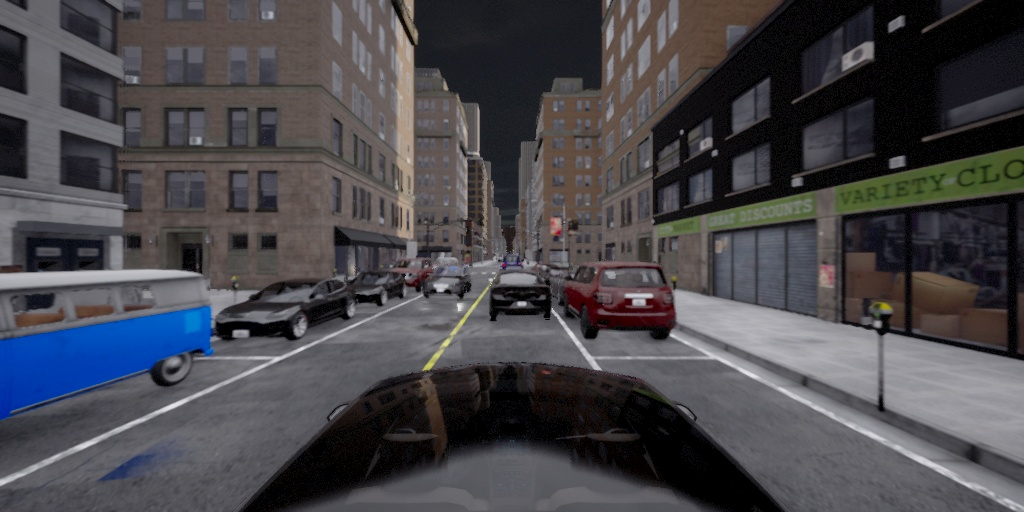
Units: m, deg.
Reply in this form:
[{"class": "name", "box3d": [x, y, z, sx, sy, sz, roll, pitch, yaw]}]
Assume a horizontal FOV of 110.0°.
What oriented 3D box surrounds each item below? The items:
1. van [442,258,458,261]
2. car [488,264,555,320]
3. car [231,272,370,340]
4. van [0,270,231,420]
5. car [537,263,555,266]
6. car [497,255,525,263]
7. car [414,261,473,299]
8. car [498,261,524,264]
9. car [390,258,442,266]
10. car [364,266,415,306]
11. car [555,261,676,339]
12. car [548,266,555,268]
[{"class": "van", "box3d": [-5.852, 1.041, 32.268, 1.690, 1.789, 3.998, 0, 0, 0]}, {"class": "car", "box3d": [0.193, 1.211, 12.659, 1.882, 1.535, 5.008, 0, 0, -2]}, {"class": "car", "box3d": [-5.856, 1.303, 9.924, 1.948, 1.339, 4.313, 0, 0, 0]}, {"class": "van", "box3d": [-5.857, 1.087, 4.338, 1.690, 1.789, 3.998, 0, 0, 0]}, {"class": "car", "box3d": [2.671, 1.285, 21.099, 1.948, 1.339, 4.313, 0, 0, 0]}, {"class": "car", "box3d": [0.019, 0.917, 34.871, 2.150, 2.045, 5.566, 0, 0, 1]}, {"class": "car", "box3d": [-3.094, 1.216, 18.003, 2.128, 1.511, 4.902, 0, 0, 0]}, {"class": "car", "box3d": [0.111, 1.277, 24.821, 1.994, 1.385, 4.181, 0, 0, -1]}, {"class": "car", "box3d": [-5.854, 1.034, 21.096, 2.192, 1.841, 5.009, 0, 0, 0]}, {"class": "car", "box3d": [-5.855, 1.294, 15.511, 1.948, 1.339, 4.313, 0, 0, 0]}, {"class": "car", "box3d": [2.669, 1.052, 9.929, 2.192, 1.841, 5.009, 0, 0, 0]}, {"class": "car", "box3d": [2.670, 1.279, 15.514, 2.007, 1.370, 4.403, 0, 0, 0]}]
